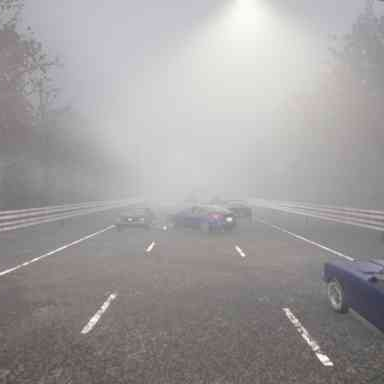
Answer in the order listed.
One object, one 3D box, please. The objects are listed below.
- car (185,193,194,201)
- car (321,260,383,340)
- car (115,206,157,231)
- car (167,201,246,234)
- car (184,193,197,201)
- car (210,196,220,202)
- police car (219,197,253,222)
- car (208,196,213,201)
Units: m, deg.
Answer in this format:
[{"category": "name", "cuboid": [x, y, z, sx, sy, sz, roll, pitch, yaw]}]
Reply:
[{"category": "car", "cuboid": [-0.645, 1.173, 82.520, 2.150, 2.045, 5.566, 0, 0, -1]}, {"category": "car", "cuboid": [3.533, 1.600, 4.641, 1.895, 1.301, 4.718, 0, 0, 0]}, {"category": "car", "cuboid": [-3.319, 1.542, 20.397, 2.033, 1.411, 5.357, 0, 0, 0]}, {"category": "car", "cuboid": [0.471, 1.499, 19.509, 2.163, 1.488, 4.792, 0, 0, -41]}, {"category": "car", "cuboid": [-0.193, 1.194, 61.148, 2.150, 2.045, 5.566, 0, 0, 0]}, {"category": "car", "cuboid": [3.530, 1.535, 37.723, 2.033, 1.411, 5.357, 0, 0, 0]}, {"category": "police car", "cuboid": [3.579, 1.418, 26.796, 1.930, 1.638, 5.238, 0, 0, 0]}, {"category": "car", "cuboid": [3.436, 1.412, 48.760, 2.033, 1.649, 4.856, 0, 0, -1]}]
